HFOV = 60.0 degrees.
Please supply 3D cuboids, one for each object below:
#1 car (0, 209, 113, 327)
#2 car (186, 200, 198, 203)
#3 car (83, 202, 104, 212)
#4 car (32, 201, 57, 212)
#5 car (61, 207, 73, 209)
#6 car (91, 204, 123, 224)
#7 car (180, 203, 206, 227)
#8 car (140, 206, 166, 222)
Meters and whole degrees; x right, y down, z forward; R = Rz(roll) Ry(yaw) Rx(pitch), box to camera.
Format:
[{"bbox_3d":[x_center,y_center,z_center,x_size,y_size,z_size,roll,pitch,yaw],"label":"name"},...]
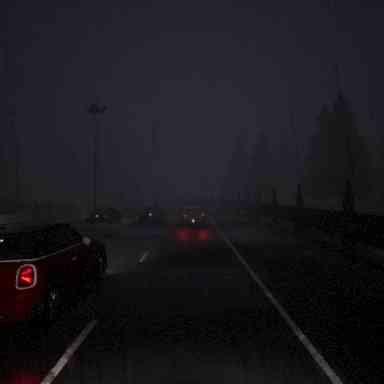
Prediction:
[{"bbox_3d":[-3.402,1.431,7.324,2.097,1.767,4.553,0,-1,0],"label":"car"},{"bbox_3d":[0.003,1.797,41.799,2.097,1.767,4.553,0,-1,-1],"label":"car"},{"bbox_3d":[-14.444,2.123,49.003,1.895,1.301,4.718,0,-1,-4],"label":"car"},{"bbox_3d":[-21.411,2.039,48.338,1.812,1.442,4.674,0,-1,-4],"label":"car"},{"bbox_3d":[-17.928,2.082,48.610,1.994,1.385,4.181,0,-1,-4],"label":"car"},{"bbox_3d":[-6.906,1.832,26.682,2.033,1.411,5.357,0,-1,0],"label":"car"},{"bbox_3d":[0.081,1.796,25.313,1.812,1.442,4.674,0,-1,0],"label":"car"},{"bbox_3d":[-3.406,1.878,29.398,1.994,1.385,4.181,0,-1,0],"label":"car"}]
